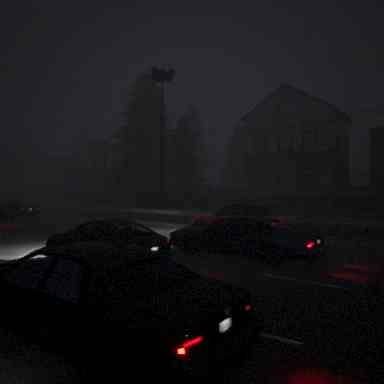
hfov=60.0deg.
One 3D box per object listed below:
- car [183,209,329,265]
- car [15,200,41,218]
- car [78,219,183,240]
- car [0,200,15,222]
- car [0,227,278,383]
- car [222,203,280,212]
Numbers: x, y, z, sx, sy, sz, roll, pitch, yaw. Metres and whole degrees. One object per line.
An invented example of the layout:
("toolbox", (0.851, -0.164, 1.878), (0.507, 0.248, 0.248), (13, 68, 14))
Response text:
("car", (1.735, 1.515, 11.352), (5.357, 1.411, 2.033), (0, 0, 35))
("car", (-14.556, 1.369, 27.269), (5.357, 1.411, 2.033), (0, 0, 35))
("car", (-2.625, 1.513, 10.163), (4.181, 1.385, 1.994), (0, 0, 35))
("car", (-14.659, 1.315, 23.044), (5.008, 1.535, 1.882), (0, 0, 36))
("car", (-1.665, 1.520, 5.177), (5.357, 1.411, 2.033), (0, 0, 35))
("car", (2.118, 1.306, 15.378), (4.553, 1.767, 2.097), (0, 0, 35))
